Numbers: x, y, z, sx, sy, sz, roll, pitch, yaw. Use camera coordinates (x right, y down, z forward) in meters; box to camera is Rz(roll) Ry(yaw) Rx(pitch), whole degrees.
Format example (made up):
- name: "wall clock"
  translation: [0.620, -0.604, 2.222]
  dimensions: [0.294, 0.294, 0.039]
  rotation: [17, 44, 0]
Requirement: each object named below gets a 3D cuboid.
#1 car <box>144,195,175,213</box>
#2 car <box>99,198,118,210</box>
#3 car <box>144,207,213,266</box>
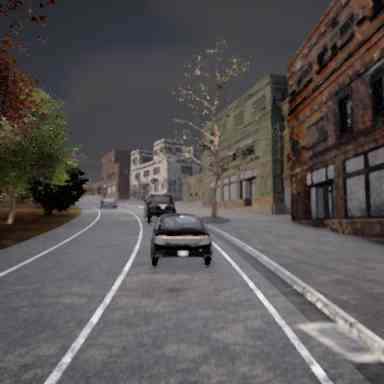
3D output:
- name: "car"
  translation: [-2.697, 1.237, 27.211]
  dimensions: [2.150, 2.045, 5.566]
  rotation: [1, 0, -12]
- name: "car"
  translation: [-10.660, 1.449, 42.490]
  dimensions: [1.812, 1.442, 4.674]
  rotation: [2, -1, -20]
- name: "car"
  translation: [-0.450, 1.486, 11.510]
  dimensions: [2.128, 1.511, 4.902]
  rotation: [1, 0, -5]
